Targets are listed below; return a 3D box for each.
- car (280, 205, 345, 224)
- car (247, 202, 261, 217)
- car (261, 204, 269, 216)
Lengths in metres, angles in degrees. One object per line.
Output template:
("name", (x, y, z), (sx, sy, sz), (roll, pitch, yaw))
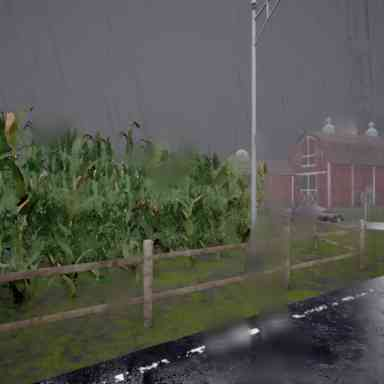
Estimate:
("car", (9.778, 1.794, 27.507), (2.033, 1.411, 5.357), (1, -1, -31))
("car", (4.682, 1.644, 36.716), (2.150, 2.045, 5.566), (1, -1, -27))
("car", (6.914, 1.966, 38.810), (1.837, 1.490, 4.892), (0, -1, -27))
